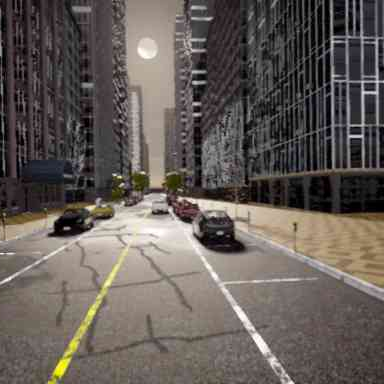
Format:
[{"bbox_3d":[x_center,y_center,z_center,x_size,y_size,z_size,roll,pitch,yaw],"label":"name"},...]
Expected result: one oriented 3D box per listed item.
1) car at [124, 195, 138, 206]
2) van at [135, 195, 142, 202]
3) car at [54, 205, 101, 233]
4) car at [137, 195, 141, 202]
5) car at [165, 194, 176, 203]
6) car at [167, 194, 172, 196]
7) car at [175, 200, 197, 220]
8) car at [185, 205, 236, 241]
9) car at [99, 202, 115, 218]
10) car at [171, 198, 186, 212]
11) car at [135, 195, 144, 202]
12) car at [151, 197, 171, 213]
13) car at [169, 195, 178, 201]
[{"bbox_3d":[-11.393,1.821,60.583,2.008,1.369,4.403,-2,0,-6],"label":"car"},{"bbox_3d":[-14.254,1.705,88.680,1.690,1.788,3.998,-2,0,-6],"label":"van"},{"bbox_3d":[-7.396,1.723,21.246,1.947,1.339,4.313,-2,0,-6],"label":"car"},{"bbox_3d":[-11.972,1.603,66.202,2.192,1.841,5.009,-2,0,-6],"label":"car"},{"bbox_3d":[-4.740,1.463,72.645,2.192,1.841,5.009,-2,0,-6],"label":"car"},{"bbox_3d":[-3.598,1.427,61.405,2.192,1.841,5.009,-2,0,-6],"label":"car"},{"bbox_3d":[-0.164,1.595,27.686,1.802,1.307,4.206,-2,0,-6],"label":"car"},{"bbox_3d":[0.977,1.535,16.447,2.008,1.369,4.403,-2,0,-6],"label":"car"},{"bbox_3d":[-8.522,1.712,32.316,1.752,1.417,4.829,-2,0,-6],"label":"car"},{"bbox_3d":[-0.736,1.574,33.306,1.887,1.381,4.507,-2,0,-6],"label":"car"},{"bbox_3d":[-14.826,1.698,94.300,2.192,1.841,5.009,-2,0,-6],"label":"car"},{"bbox_3d":[-3.668,1.618,38.193,1.812,1.442,4.674,-1,0,-6],"label":"car"},{"bbox_3d":[-1.310,1.485,38.926,1.967,1.590,4.097,-2,0,-6],"label":"car"}]
